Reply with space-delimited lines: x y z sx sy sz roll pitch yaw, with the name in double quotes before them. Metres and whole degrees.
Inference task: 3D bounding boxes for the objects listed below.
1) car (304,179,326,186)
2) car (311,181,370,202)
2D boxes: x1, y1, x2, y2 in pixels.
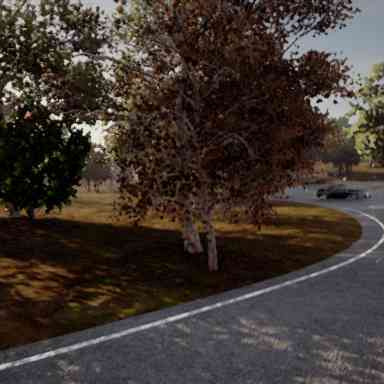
"car" 23.128 -1.910 63.724 4.718 1.301 1.895 -5 3 -21
"car" 14.277 0.070 31.646 2.128 1.511 4.902 -6 3 -34
